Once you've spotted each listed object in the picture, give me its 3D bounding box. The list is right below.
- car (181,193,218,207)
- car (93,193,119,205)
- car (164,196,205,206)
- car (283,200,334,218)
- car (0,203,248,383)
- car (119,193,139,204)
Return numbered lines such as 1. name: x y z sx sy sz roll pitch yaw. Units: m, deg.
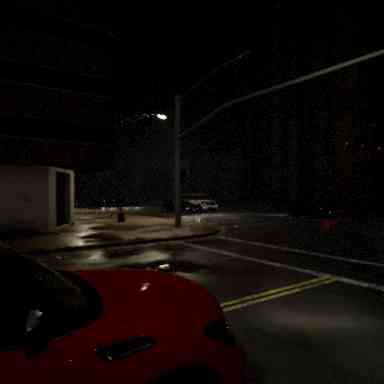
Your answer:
1. car: 0.521 1.175 37.042 2.150 2.045 5.566 0 0 -36
2. car: -13.224 1.313 50.122 2.097 1.767 4.553 0 0 -36
3. car: -1.216 1.466 33.476 1.837 1.490 4.892 0 0 -36
4. car: 10.165 1.472 29.349 1.812 1.442 4.674 0 0 -32
5. car: -2.154 1.223 2.261 5.566 2.045 2.150 0 0 -35
6. car: -10.437 1.236 52.242 2.150 2.045 5.566 0 0 -36
